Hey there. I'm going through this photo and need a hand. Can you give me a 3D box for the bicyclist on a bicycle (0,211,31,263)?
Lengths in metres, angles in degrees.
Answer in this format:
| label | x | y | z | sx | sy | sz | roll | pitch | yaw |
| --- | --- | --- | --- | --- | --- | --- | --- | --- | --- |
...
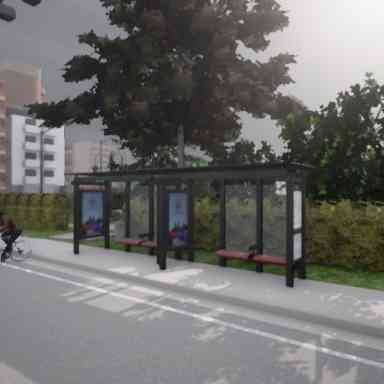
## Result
| label | x | y | z | sx | sy | sz | roll | pitch | yaw |
| --- | --- | --- | --- | --- | --- | --- | --- | --- | --- |
| bicyclist on a bicycle | -5.625 | 1.392 | 9.974 | 0.582 | 1.620 | 1.656 | 0 | 0 | 36 |
